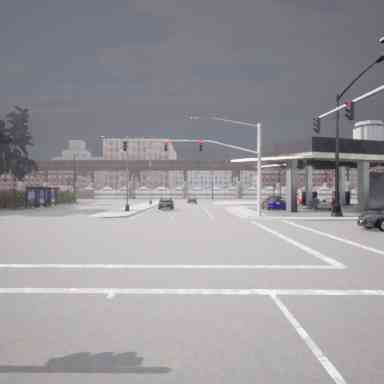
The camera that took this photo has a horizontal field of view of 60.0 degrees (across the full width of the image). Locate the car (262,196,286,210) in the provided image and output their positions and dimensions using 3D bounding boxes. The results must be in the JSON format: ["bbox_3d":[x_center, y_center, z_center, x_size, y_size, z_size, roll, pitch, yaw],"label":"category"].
[{"bbox_3d":[9.724,1.295,39.691,2.242,1.667,4.611,0,0,0],"label":"car"}]

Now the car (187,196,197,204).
[{"bbox_3d":[0.022,1.547,64.370,2.033,1.411,5.357,0,0,0],"label":"car"}]

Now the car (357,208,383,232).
[{"bbox_3d":[12.297,1.505,19.528,4.892,1.490,1.837,0,0,-1],"label":"car"}]

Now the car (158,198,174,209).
[{"bbox_3d":[-3.386,1.491,44.195,2.128,1.511,4.902,0,0,0],"label":"car"}]

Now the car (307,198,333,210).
[{"bbox_3d":[15.469,1.456,40.452,1.970,1.475,3.806,0,0,0],"label":"car"}]
